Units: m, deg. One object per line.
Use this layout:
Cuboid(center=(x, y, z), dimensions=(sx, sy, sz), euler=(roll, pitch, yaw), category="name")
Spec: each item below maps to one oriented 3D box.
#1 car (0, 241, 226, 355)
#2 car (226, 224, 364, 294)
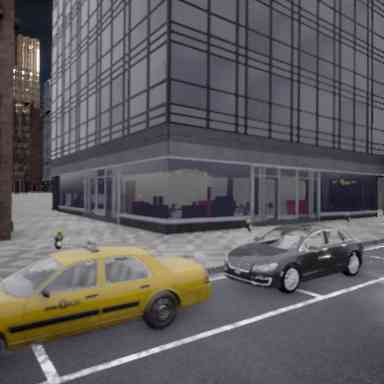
Cuboid(center=(-1.898, 1.526, 5.401), dimensions=(4.829, 1.417, 1.752), euler=(0, 1, -35), category="car")
Cuboid(center=(2.819, 1.556, 8.766), dimensions=(4.403, 1.369, 2.008), euler=(0, 1, -35), category="car")
